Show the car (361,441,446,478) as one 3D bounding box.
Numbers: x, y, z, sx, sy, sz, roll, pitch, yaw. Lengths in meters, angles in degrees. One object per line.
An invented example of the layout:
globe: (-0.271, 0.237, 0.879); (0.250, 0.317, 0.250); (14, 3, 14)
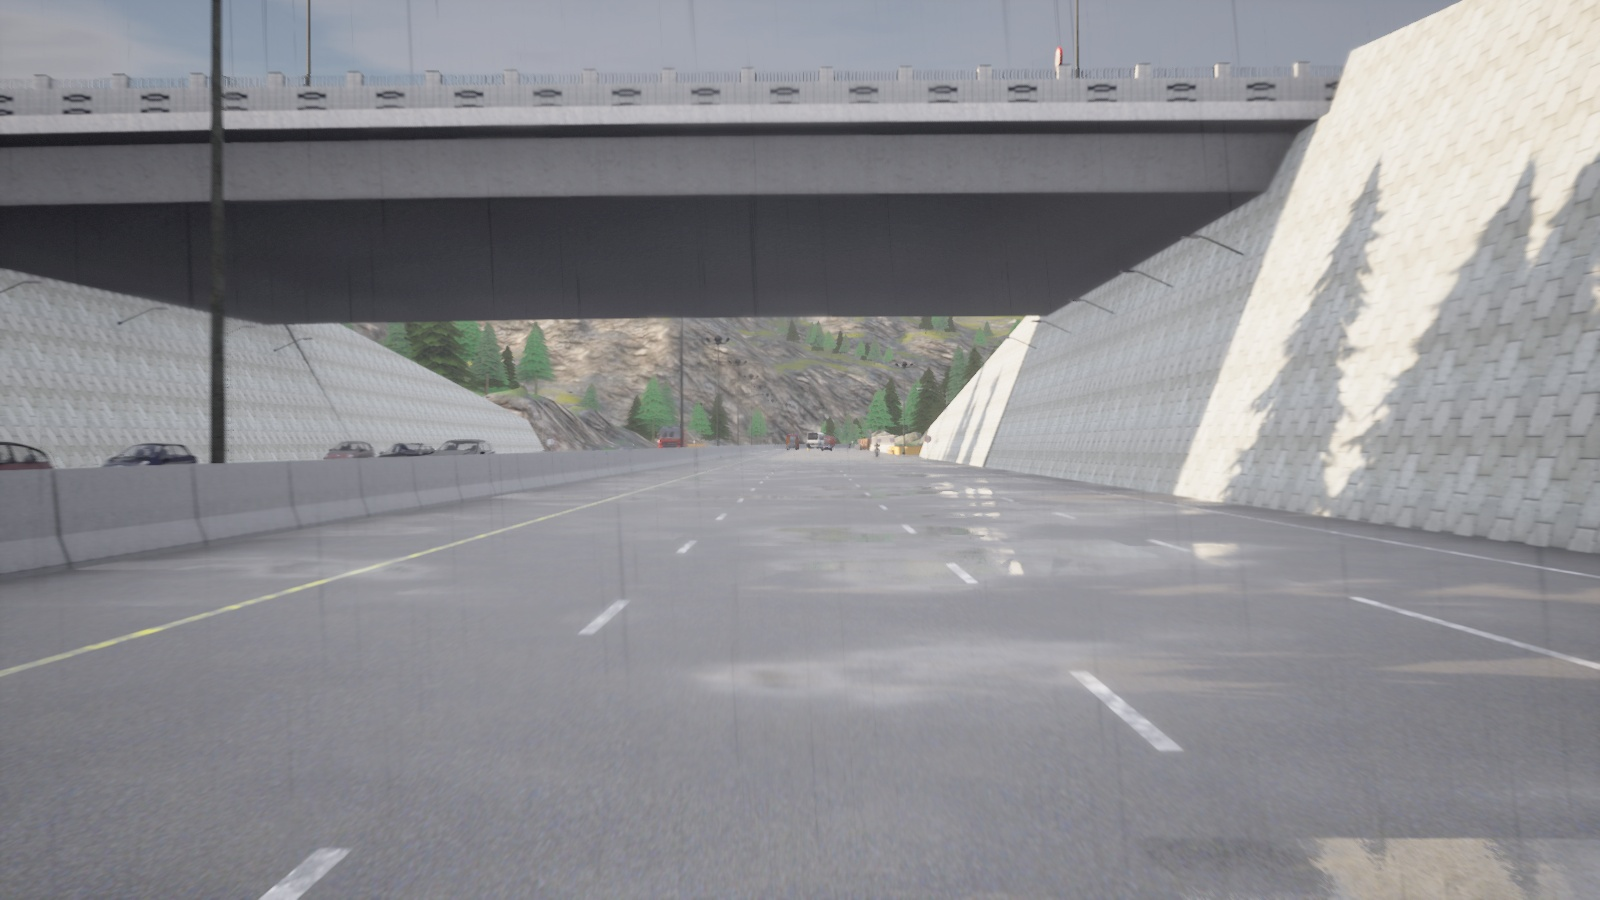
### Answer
car: (-17.166, 0.387, 54.645); (2.128, 1.511, 4.902); (0, 0, 0)

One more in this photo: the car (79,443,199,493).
car: (-20.760, 0.525, 39.603); (1.845, 1.501, 3.633); (0, 0, 0)

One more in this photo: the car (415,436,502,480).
car: (-13.697, 0.300, 50.634); (2.242, 1.667, 4.611); (0, 0, 0)

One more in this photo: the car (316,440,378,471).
car: (-24.094, 0.256, 66.875); (1.851, 1.617, 3.988); (0, 0, 0)

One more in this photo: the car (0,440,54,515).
car: (-17.338, 0.569, 25.828); (1.789, 1.549, 3.705); (0, 0, 0)
